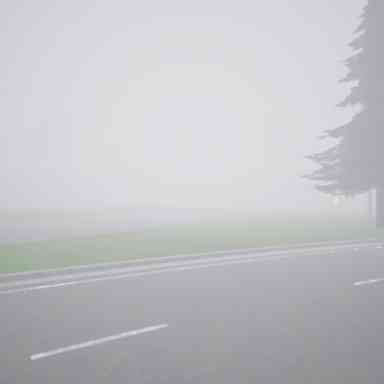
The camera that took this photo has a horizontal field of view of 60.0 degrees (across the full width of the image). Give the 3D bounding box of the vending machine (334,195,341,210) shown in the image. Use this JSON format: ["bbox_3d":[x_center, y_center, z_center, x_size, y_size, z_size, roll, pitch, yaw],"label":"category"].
[{"bbox_3d":[21.211,1.501,48.504,0.880,2.100,1.100,0,0,18],"label":"vending machine"}]
